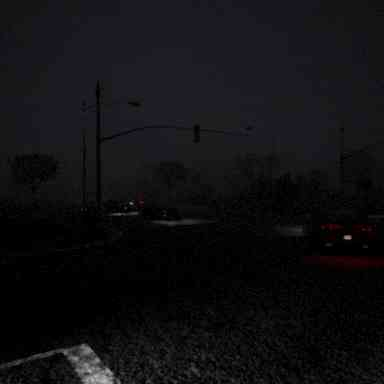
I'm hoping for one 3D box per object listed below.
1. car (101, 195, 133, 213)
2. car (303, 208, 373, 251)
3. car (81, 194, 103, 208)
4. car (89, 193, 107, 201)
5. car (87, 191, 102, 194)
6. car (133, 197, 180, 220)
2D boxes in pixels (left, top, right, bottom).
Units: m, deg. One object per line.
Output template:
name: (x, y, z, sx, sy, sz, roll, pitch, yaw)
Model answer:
car: (-8.065, 1.384, 35.977, 1.837, 1.490, 4.892, -1, 0, -32)
car: (5.852, 1.377, 13.733, 1.882, 1.535, 5.008, 1, 1, 13)
car: (-13.391, 1.338, 44.406, 1.812, 1.442, 4.674, -1, 1, -32)
car: (-18.469, 0.952, 65.045, 1.812, 1.442, 4.674, -1, 1, -37)
car: (-16.787, 0.836, 56.506, 2.150, 2.045, 5.566, -1, 2, -34)
car: (-2.799, 1.369, 27.621, 1.882, 1.535, 5.008, -1, 0, -33)
